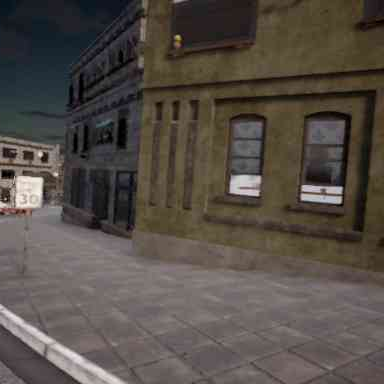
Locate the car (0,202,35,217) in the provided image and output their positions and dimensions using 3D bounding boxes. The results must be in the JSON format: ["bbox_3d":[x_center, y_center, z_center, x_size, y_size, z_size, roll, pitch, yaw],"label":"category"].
[{"bbox_3d":[-19.885,2.086,38.059,1.895,1.301,4.718,4,-2,-1],"label":"car"}]
